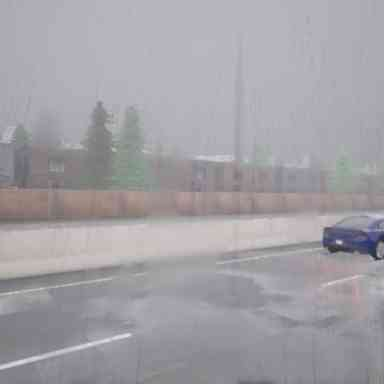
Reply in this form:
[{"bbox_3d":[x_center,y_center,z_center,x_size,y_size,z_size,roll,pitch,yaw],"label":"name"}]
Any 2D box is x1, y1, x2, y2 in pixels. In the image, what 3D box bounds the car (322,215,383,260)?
[{"bbox_3d":[7.288,1.665,13.301,5.008,1.535,1.882,1,0,-35],"label":"car"}]
